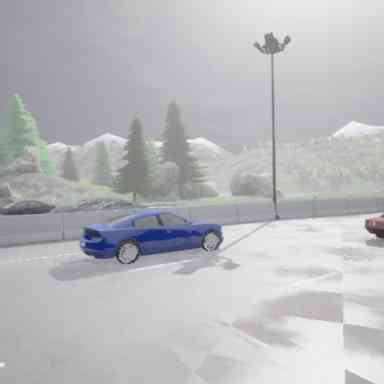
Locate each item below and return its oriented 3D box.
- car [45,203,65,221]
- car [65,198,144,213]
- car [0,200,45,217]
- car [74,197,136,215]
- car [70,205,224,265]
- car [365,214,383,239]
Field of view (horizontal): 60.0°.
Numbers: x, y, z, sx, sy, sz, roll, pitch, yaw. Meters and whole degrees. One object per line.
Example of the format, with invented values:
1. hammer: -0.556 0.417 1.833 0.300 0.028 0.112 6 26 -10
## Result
1. car: -7.607 1.292 23.996 4.902 1.511 2.128 -2 1 -33
2. car: -5.203 1.284 21.389 4.902 1.511 2.128 -2 1 -32
3. car: -12.633 1.364 24.890 5.008 1.535 1.882 -2 1 -34
4. car: -8.246 1.245 31.855 5.357 1.411 2.033 -2 1 -31
5. car: -1.196 1.338 11.261 5.008 1.535 1.882 -2 1 -34
6. car: 9.271 1.223 13.523 4.718 1.301 1.895 -2 1 -30
